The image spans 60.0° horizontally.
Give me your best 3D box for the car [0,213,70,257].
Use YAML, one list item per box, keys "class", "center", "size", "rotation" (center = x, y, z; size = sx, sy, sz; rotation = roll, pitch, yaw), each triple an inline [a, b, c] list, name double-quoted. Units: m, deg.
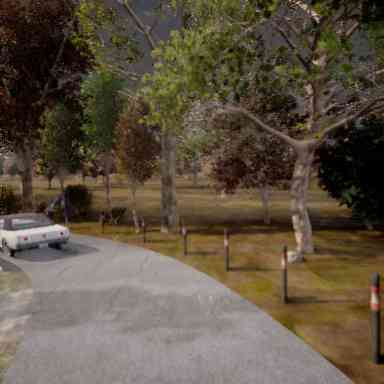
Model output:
- class: "car"
  center: [-6.655, 1.501, 12.827]
  size: [4.718, 1.301, 1.895]
  rotation: [1, 4, 43]
